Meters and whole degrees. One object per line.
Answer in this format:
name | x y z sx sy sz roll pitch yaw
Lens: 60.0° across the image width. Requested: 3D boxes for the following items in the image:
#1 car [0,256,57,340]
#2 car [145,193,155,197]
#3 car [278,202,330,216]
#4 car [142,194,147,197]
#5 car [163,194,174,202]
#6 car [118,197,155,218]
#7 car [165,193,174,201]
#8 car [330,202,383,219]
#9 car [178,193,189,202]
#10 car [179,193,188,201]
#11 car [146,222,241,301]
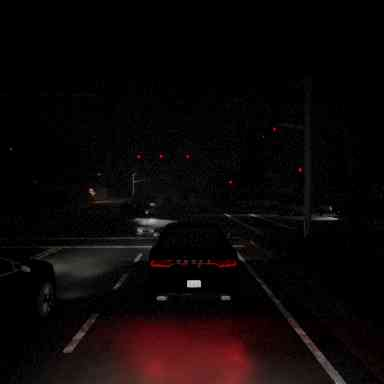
car | -3.468 1.492 4.386 2.128 1.511 4.902 0 0 0
car | -8.733 1.222 67.161 2.150 2.045 5.566 0 0 -1
car | 10.865 1.601 32.348 4.718 1.301 1.895 0 0 -2
car | -8.369 1.477 49.526 1.882 1.535 5.008 0 0 -1
car | -5.416 1.533 74.542 2.033 1.411 5.357 0 0 -1
car | -5.212 1.491 30.501 2.128 1.511 4.902 0 0 -33
car | -5.689 1.269 85.147 2.097 1.767 4.553 0 0 -1
car | 14.761 1.564 28.959 4.181 1.385 1.994 0 0 -2
car | -1.901 1.225 74.242 2.150 2.045 5.566 0 0 -1
car | -2.183 1.225 84.975 2.150 2.045 5.566 0 0 -1
car | 0.001 1.478 8.378 1.882 1.535 5.008 0 0 -1
